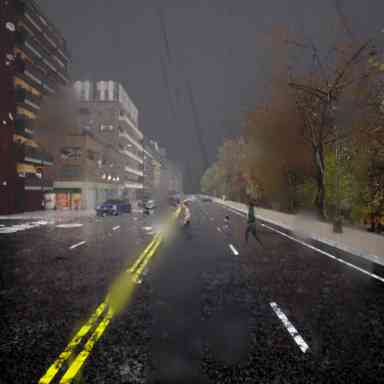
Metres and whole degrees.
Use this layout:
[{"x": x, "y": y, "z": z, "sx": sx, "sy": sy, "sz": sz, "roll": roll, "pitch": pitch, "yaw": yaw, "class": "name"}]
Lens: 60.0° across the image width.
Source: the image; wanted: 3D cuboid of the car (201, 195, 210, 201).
[{"x": 3.266, "y": 1.473, "z": 80.211, "sx": 2.033, "sy": 1.411, "sz": 5.357, "roll": 0, "pitch": 0, "yaw": 0, "class": "car"}]

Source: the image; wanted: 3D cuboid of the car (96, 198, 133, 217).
[{"x": -7.355, "y": 1.385, "z": 31.851, "sx": 2.097, "sy": 1.767, "sz": 4.553, "roll": 0, "pitch": 1, "yaw": 11, "class": "car"}]

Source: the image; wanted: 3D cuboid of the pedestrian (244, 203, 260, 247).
[{"x": 2.436, "y": 1.294, "z": 13.466, "sx": 0.375, "sy": 1.860, "sz": 0.375, "roll": 0, "pitch": 0, "yaw": 0, "class": "pedestrian"}]

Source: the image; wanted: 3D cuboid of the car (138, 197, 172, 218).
[{"x": -3.351, "y": 1.528, "z": 30.594, "sx": 2.128, "sy": 1.511, "sz": 4.902, "roll": 0, "pitch": 0, "yaw": 0, "class": "car"}]

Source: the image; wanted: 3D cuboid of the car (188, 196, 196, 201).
[{"x": 0.016, "y": 1.528, "z": 80.241, "sx": 1.895, "sy": 1.301, "sz": 4.718, "roll": 0, "pitch": 0, "yaw": 0, "class": "car"}]

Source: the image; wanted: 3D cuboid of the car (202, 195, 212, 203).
[{"x": 3.264, "y": 1.605, "z": 70.241, "sx": 1.895, "sy": 1.301, "sz": 4.718, "roll": 0, "pitch": 0, "yaw": 0, "class": "car"}]

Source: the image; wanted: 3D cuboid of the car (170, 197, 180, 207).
[{"x": -3.335, "y": 1.485, "z": 50.574, "sx": 1.882, "sy": 1.535, "sz": 5.008, "roll": 0, "pitch": 0, "yaw": 0, "class": "car"}]

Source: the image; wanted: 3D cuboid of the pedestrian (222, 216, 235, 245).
[{"x": 1.560, "y": 1.574, "z": 14.066, "sx": 0.375, "sy": 1.300, "sz": 0.375, "roll": 0, "pitch": 0, "yaw": 0, "class": "pedestrian"}]

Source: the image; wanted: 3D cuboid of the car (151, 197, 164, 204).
[{"x": -6.527, "y": 1.614, "z": 63.933, "sx": 1.895, "sy": 1.301, "sz": 4.718, "roll": 0, "pitch": 0, "yaw": 1, "class": "car"}]

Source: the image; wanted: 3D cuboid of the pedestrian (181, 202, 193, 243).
[{"x": -0.254, "y": 1.294, "z": 14.666, "sx": 0.375, "sy": 1.860, "sz": 0.375, "roll": 0, "pitch": 0, "yaw": 0, "class": "pedestrian"}]

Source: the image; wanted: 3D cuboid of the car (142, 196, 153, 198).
[{"x": -6.586, "y": 1.359, "z": 49.142, "sx": 2.097, "sy": 1.767, "sz": 4.553, "roll": 0, "pitch": 0, "yaw": 0, "class": "car"}]

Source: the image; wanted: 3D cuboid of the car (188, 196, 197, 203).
[{"x": 0.014, "y": 1.605, "z": 70.241, "sx": 1.895, "sy": 1.301, "sz": 4.718, "roll": 0, "pitch": 0, "yaw": 0, "class": "car"}]
